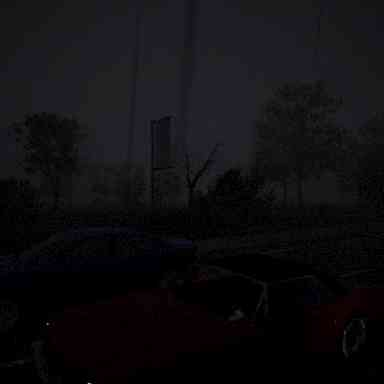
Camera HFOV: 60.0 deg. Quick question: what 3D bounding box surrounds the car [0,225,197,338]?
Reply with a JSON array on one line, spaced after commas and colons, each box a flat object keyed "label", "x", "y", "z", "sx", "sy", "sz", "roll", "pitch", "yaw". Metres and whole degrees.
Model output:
[{"label": "car", "x": -2.163, "y": 1.479, "z": 6.748, "sx": 5.008, "sy": 1.535, "sz": 1.882, "roll": 0, "pitch": 0, "yaw": -36}]

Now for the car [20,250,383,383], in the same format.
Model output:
[{"label": "car", "x": 0.545, "y": 1.602, "z": 4.380, "sx": 4.718, "sy": 1.301, "sz": 1.895, "roll": 0, "pitch": 0, "yaw": -35}]
